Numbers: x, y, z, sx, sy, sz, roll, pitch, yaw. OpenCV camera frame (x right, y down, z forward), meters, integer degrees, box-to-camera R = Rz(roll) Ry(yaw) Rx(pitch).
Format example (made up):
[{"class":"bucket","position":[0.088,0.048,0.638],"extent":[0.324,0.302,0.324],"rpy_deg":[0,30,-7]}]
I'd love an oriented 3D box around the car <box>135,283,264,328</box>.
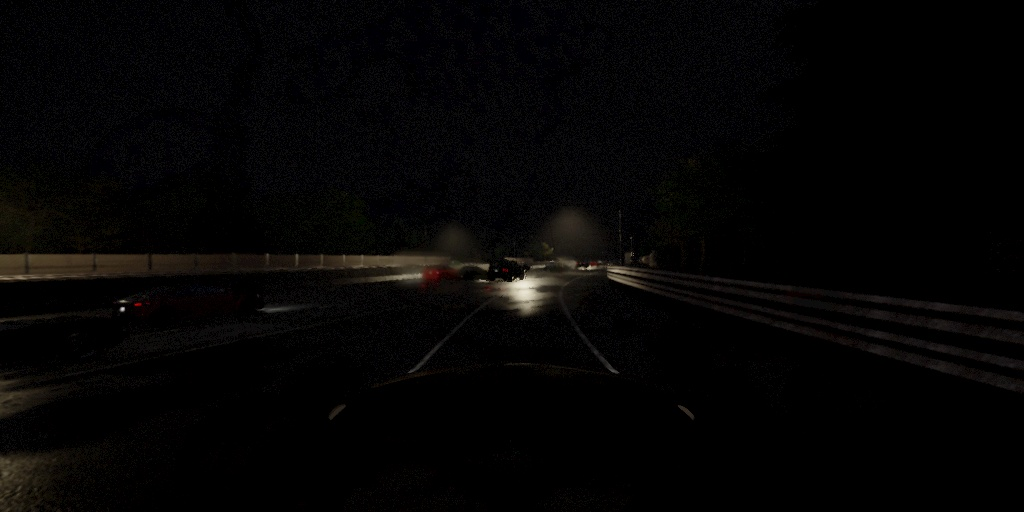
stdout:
[{"class":"car","position":[-11.671,1.670,13.256],"extent":[1.994,1.385,4.181],"rpy_deg":[-1,-1,20]}]

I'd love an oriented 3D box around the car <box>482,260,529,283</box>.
[{"class":"car","position":[-0.461,1.423,33.957],"extent":[2.150,2.045,5.566],"rpy_deg":[-1,-1,20]}]

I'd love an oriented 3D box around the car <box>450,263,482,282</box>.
[{"class":"car","position":[-3.760,1.724,35.116],"extent":[1.882,1.535,5.008],"rpy_deg":[-1,-1,20]}]

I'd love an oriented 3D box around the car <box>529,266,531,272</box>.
[{"class":"car","position":[1.752,1.930,60.628],"extent":[1.882,1.535,5.008],"rpy_deg":[-1,-1,20]}]

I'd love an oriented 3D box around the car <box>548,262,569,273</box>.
[{"class":"car","position":[7.634,1.701,56.316],"extent":[2.097,1.767,4.553],"rpy_deg":[-1,-1,20]}]

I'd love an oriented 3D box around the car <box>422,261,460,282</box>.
[{"class":"car","position":[-7.068,1.643,36.258],"extent":[2.097,1.767,4.553],"rpy_deg":[-1,-1,20]}]

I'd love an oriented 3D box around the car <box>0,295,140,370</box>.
[{"class":"car","position":[-10.411,1.628,6.454],"extent":[1.895,1.301,4.718],"rpy_deg":[-1,-1,20]}]
